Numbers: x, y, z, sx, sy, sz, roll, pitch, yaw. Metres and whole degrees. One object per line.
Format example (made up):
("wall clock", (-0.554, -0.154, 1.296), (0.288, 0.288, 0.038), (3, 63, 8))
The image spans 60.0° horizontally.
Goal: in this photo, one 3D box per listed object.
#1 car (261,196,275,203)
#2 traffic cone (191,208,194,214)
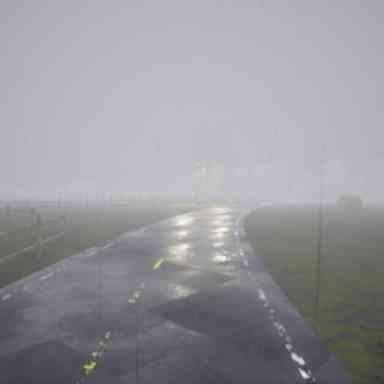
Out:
("car", (16.950, 1.591, 74.179), (2.097, 1.767, 4.553), (0, 0, 28))
("traffic cone", (0.036, 2.024, 35.346), (0.340, 0.580, 0.340), (0, 0, 13))
